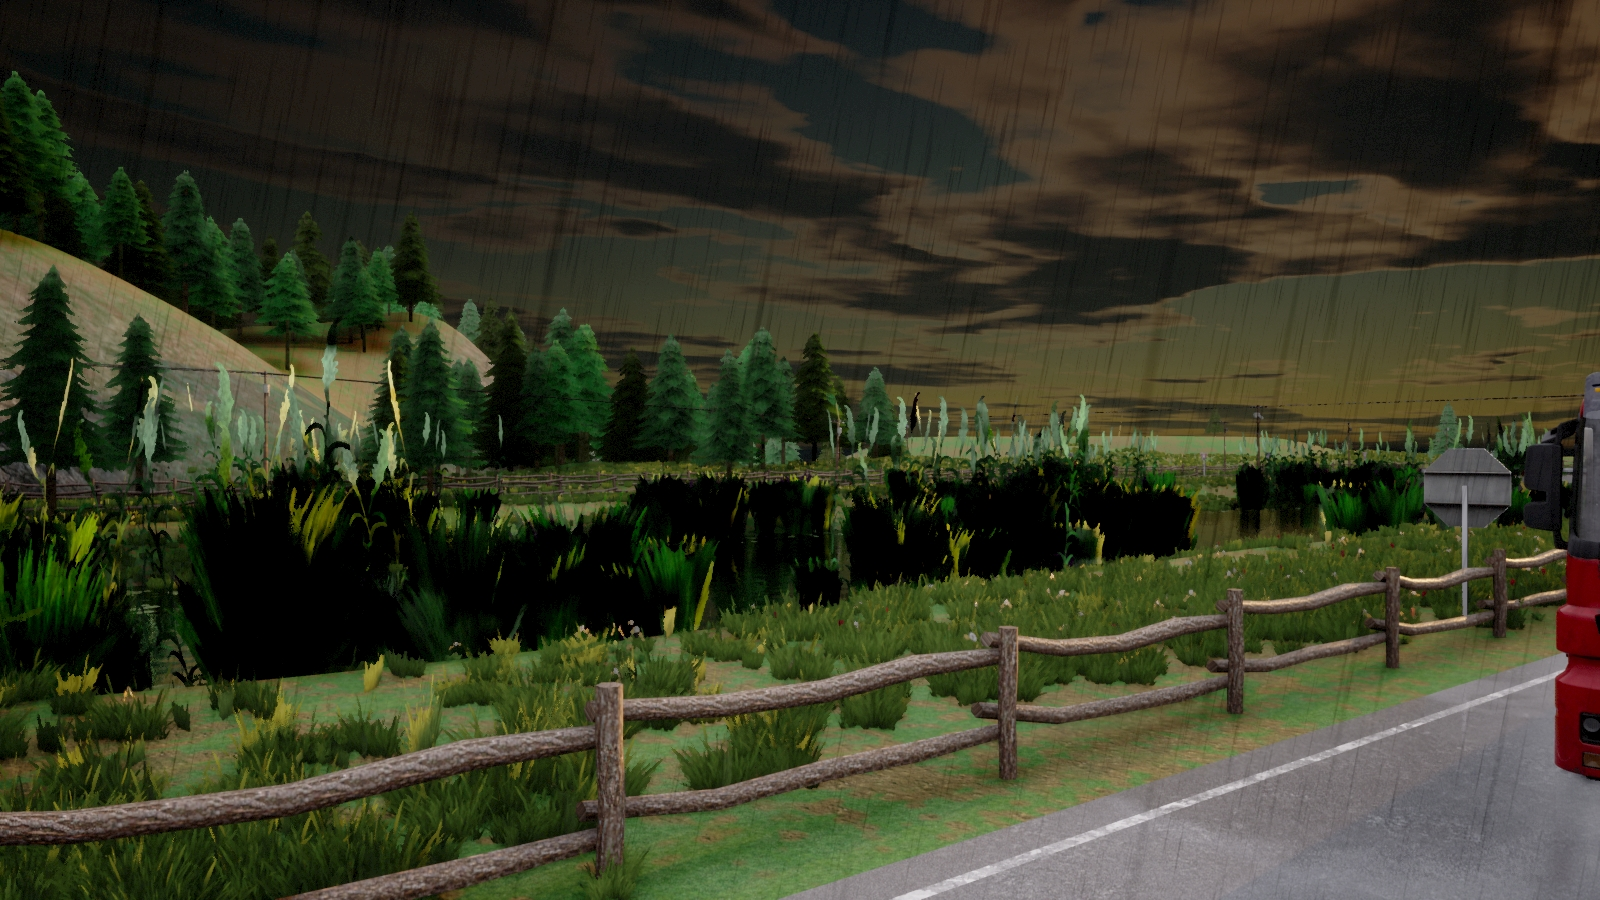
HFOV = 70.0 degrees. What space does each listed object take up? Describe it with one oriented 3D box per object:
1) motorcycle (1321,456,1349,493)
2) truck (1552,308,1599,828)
[{"bbox_3d":[34.880,1.577,74.489,2.033,2.348,0.803,0,0,-39],"label":"motorcycle"},{"bbox_3d":[9.469,0.862,10.933,2.891,3.827,8.468,0,0,40],"label":"truck"}]
